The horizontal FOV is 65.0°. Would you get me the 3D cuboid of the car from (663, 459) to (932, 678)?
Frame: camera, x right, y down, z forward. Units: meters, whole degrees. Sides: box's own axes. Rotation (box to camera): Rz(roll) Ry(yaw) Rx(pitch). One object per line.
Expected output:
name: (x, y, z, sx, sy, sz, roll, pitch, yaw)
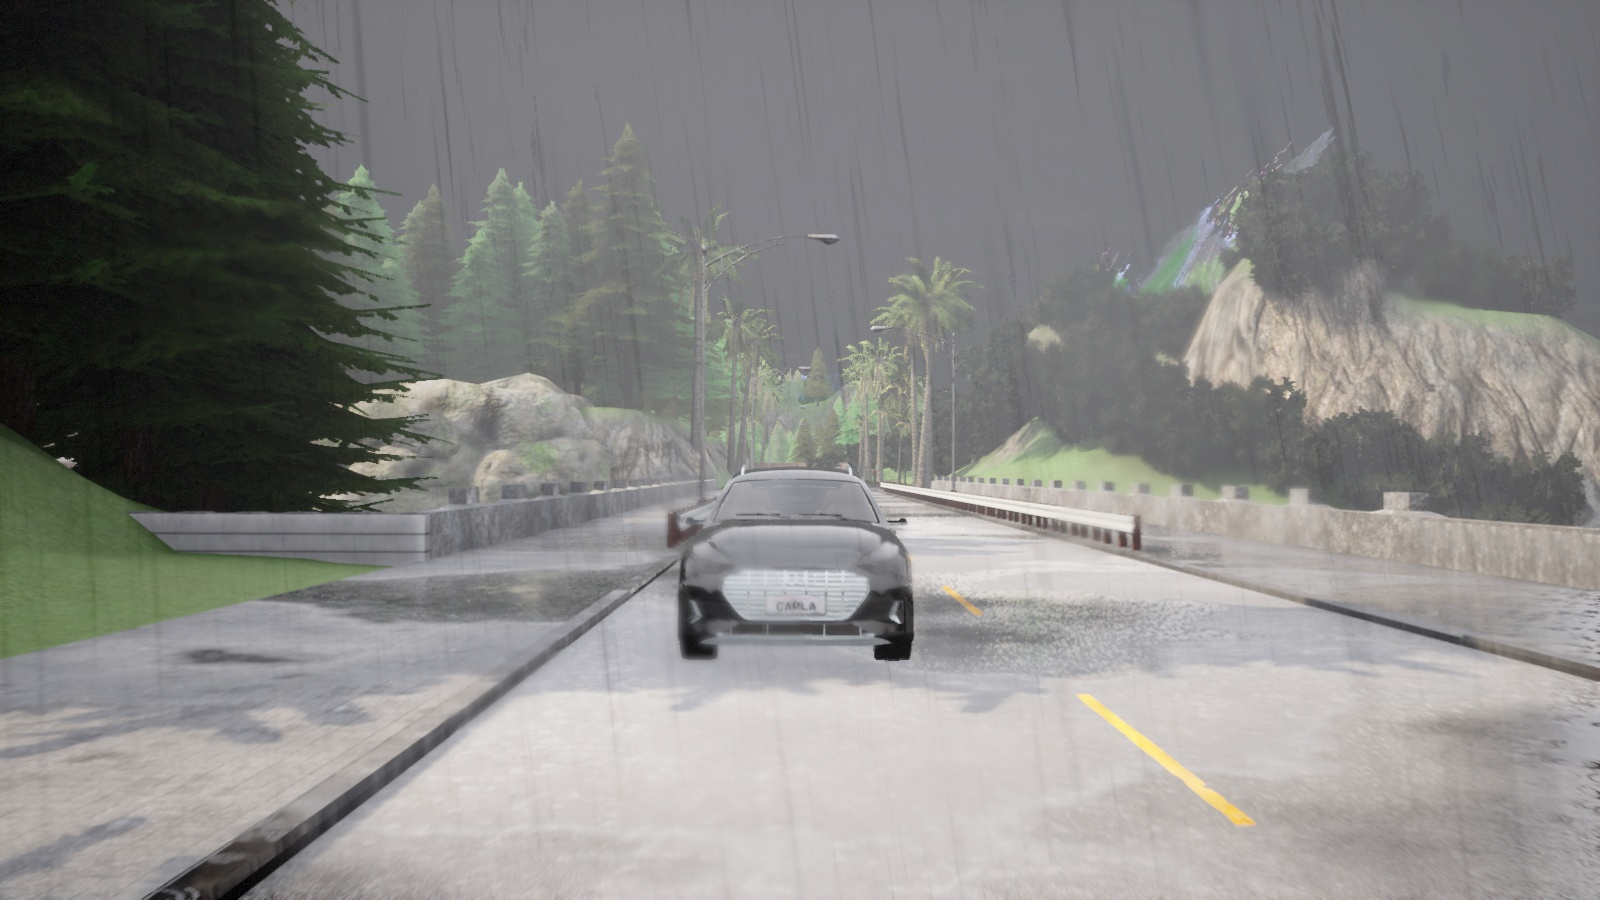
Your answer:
car: (-0.027, 0.946, 11.955, 2.033, 1.649, 4.856, 0, -1, 0)
